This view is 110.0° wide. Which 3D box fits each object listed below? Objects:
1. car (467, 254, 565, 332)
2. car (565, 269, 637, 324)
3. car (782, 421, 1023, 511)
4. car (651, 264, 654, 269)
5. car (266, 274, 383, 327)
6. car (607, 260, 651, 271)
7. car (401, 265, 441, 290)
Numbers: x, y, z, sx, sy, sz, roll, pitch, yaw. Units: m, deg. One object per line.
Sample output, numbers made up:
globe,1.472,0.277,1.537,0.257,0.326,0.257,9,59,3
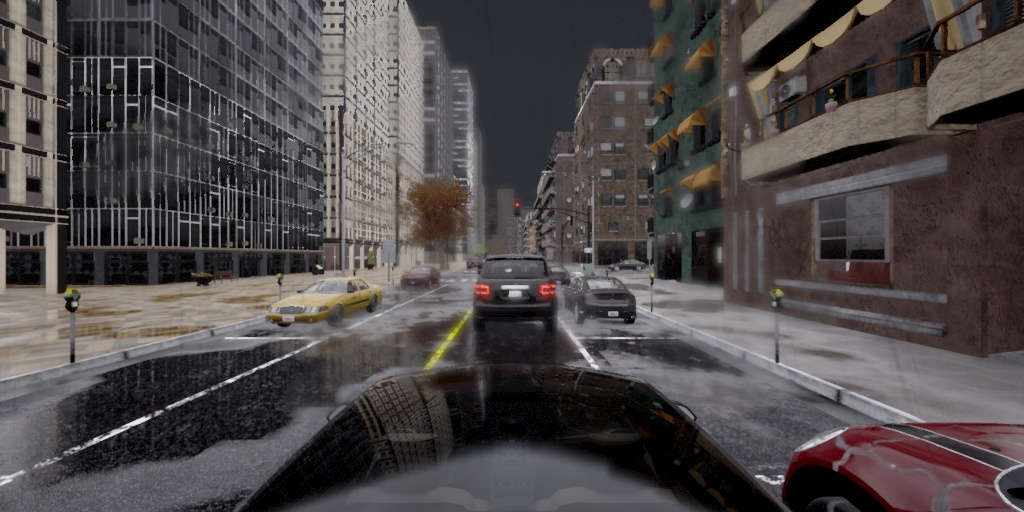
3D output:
car,0.091,0.971,10.980,2.150,2.045,5.566,0,0,0
car,2.690,1.300,11.703,2.007,1.370,4.403,0,0,0
car,2.687,1.190,0.638,1.967,1.591,4.097,0,0,0
car,18.838,1.000,42.237,4.829,1.417,1.751,0,0,-1
car,-5.690,1.274,11.536,1.751,1.417,4.829,0,0,0
car,13.441,1.102,42.183,4.403,1.370,2.007,0,0,-1
car,-5.688,1.296,22.771,1.888,1.381,4.507,0,0,0
